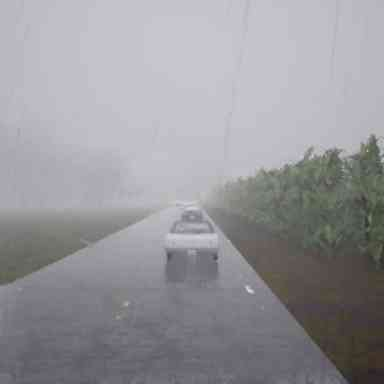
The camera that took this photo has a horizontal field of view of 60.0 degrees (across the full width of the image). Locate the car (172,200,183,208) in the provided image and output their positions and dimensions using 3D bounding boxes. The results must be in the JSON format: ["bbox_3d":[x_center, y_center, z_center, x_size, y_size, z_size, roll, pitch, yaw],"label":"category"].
[{"bbox_3d":[-2.761,2.222,65.380,1.882,1.535,5.008,0,-1,0],"label":"car"}]

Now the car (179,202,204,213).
[{"bbox_3d":[0.028,1.845,28.904,1.812,1.442,4.674,0,0,1],"label":"car"}]

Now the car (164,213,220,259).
[{"bbox_3d":[0.021,1.746,13.259,1.895,1.301,4.718,0,-1,1],"label":"car"}]
